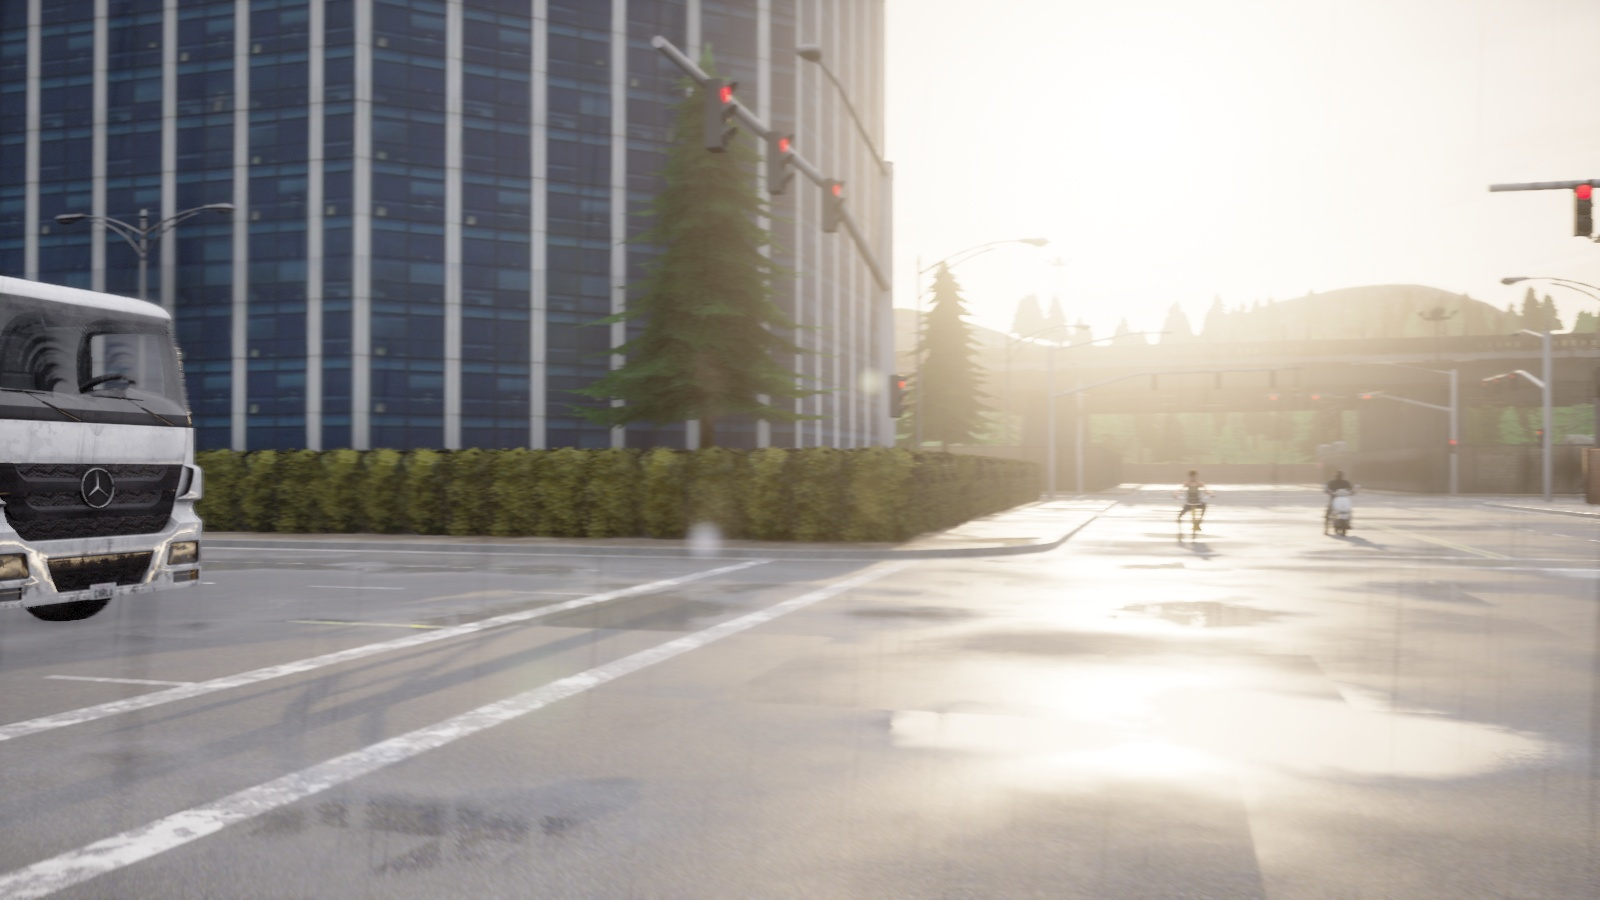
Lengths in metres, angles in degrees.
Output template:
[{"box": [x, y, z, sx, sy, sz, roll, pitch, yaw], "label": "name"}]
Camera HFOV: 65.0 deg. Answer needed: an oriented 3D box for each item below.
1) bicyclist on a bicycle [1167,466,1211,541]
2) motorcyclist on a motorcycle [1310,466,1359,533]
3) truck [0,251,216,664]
[{"box": [8.543, 1.154, 27.621, 0.866, 1.612, 1.509, -1, -1, 16], "label": "bicyclist on a bicycle"}, {"box": [13.037, 1.189, 30.665, 0.866, 1.590, 1.817, -1, -1, 16], "label": "motorcyclist on a motorcycle"}, {"box": [-10.242, 0.125, 12.632, 7.936, 3.462, 2.891, -1, -1, 15], "label": "truck"}]
